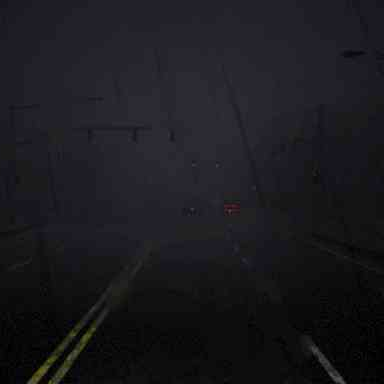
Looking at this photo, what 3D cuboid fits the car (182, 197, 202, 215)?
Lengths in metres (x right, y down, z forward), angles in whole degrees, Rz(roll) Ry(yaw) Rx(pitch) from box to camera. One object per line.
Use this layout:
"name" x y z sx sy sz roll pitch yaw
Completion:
"car" 0.011 1.528 33.264 1.994 1.385 4.181 0 0 0

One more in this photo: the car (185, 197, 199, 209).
"car" 0.044 1.455 46.209 1.837 1.490 4.892 0 0 1

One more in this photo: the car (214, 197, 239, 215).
"car" 3.504 1.471 32.869 1.837 1.490 4.892 0 0 0

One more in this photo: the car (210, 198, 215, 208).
"car" 3.545 1.477 46.309 1.812 1.442 4.674 0 0 1
